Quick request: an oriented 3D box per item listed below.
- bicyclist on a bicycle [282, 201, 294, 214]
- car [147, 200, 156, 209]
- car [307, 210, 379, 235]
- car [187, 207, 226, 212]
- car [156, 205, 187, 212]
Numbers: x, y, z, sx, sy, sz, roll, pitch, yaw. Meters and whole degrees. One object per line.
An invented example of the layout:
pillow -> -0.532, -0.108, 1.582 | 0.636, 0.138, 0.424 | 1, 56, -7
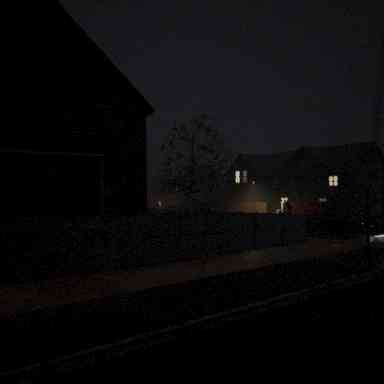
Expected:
bicyclist on a bicycle -> 8.838, 1.664, 30.682 | 1.656, 1.620, 0.582 | -1, 0, -36
car -> -6.006, 2.082, 41.363 | 2.150, 2.045, 5.566 | -1, -1, -35
car -> 9.024, 1.813, 20.350 | 1.994, 1.385, 4.181 | -1, -1, -35
car -> 1.894, 2.065, 30.329 | 1.812, 1.442, 4.674 | -1, -1, -35
car -> -2.184, 2.284, 41.083 | 1.812, 1.442, 4.674 | -1, -1, -36
